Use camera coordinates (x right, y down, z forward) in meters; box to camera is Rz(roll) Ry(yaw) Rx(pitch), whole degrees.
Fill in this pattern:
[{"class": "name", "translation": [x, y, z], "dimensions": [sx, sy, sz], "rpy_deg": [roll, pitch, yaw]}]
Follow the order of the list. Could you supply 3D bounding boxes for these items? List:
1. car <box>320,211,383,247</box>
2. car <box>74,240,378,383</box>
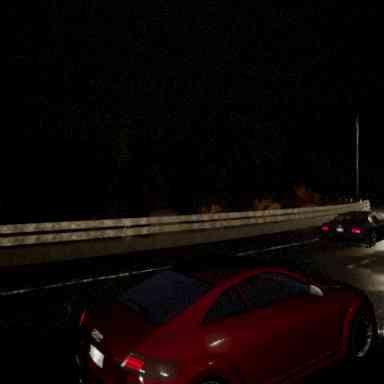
[{"class": "car", "translation": [7.729, 1.585, 15.148], "dimensions": [5.357, 1.411, 2.033], "rpy_deg": [0, 0, -45]}, {"class": "car", "translation": [0.670, 1.572, 4.453], "dimensions": [4.181, 1.385, 1.994], "rpy_deg": [0, 0, -37]}]
